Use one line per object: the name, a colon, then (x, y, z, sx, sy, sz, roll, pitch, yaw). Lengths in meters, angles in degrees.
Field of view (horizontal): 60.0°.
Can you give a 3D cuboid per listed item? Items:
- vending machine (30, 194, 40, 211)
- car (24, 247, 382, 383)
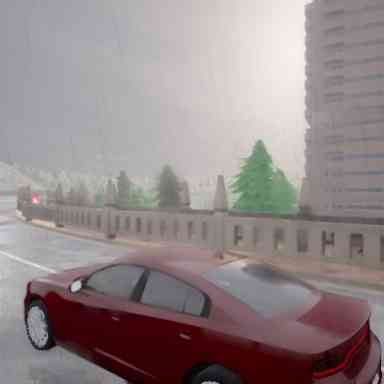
vending machine: (-19.105, 1.238, 40.404, 1.100, 2.100, 0.880, 0, 0, -24)
car: (-0.346, 1.490, 4.454, 5.008, 1.535, 1.882, 0, 0, 37)
